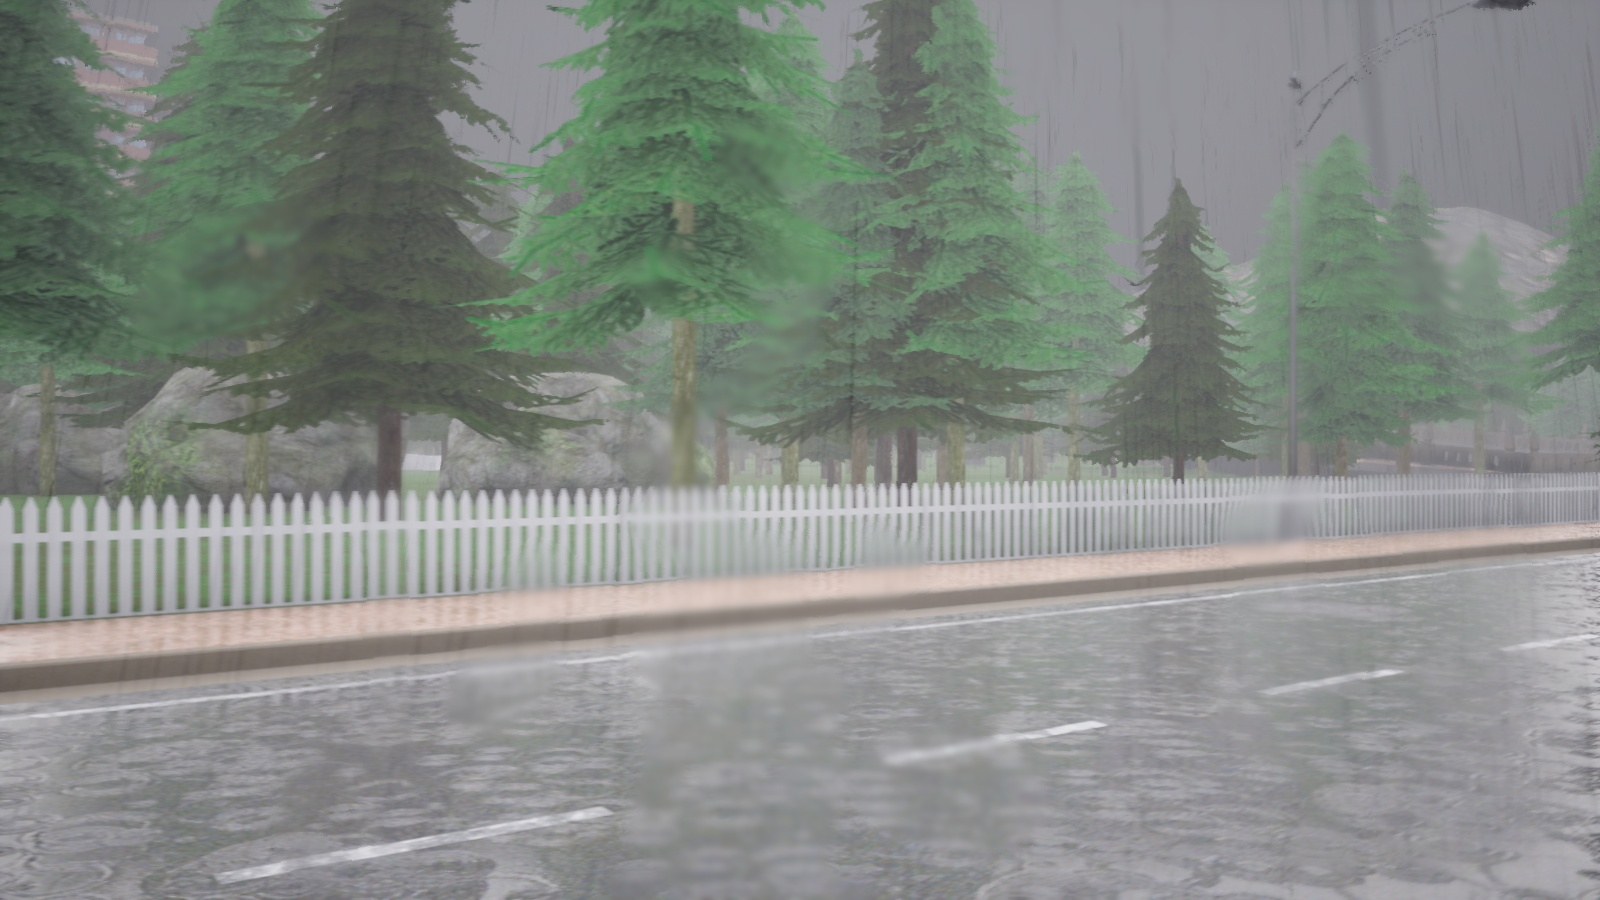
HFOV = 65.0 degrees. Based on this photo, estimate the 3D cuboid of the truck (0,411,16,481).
[{"bbox_3d":[-46.831,-0.216,66.735,8.468,3.827,2.891,0,0,-40],"label":"truck"}]
